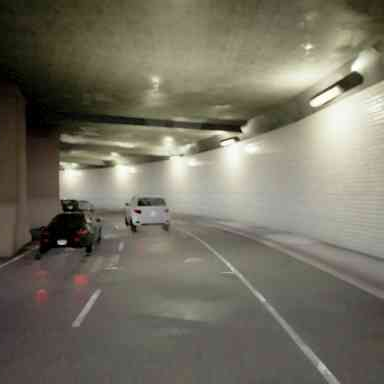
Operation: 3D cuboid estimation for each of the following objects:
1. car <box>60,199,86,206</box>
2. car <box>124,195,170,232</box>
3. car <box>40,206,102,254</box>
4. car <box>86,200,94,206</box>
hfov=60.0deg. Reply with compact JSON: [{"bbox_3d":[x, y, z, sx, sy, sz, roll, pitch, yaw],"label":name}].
[{"bbox_3d":[-11.570,1.381,30.216,2.097,1.767,4.553,0,0,-33],"label":"car"},{"bbox_3d":[-2.852,1.218,20.489,2.150,2.045,5.566,0,0,-16],"label":"car"},{"bbox_3d":[-4.796,1.537,13.545,1.812,1.442,4.674,0,0,-10],"label":"car"},{"bbox_3d":[-12.522,1.553,37.034,1.812,1.442,4.674,0,0,-42],"label":"car"}]
